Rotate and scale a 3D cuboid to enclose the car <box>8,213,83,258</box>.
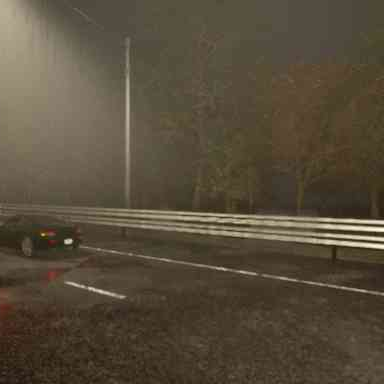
[{"bbox_3d":[-6.076,1.513,12.678,4.674,1.442,1.812,0,0,36],"label":"car"}]

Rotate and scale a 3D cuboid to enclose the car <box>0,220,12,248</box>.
[{"bbox_3d":[-7.148,1.495,9.133,4.892,1.490,1.837,1,0,36],"label":"car"}]
